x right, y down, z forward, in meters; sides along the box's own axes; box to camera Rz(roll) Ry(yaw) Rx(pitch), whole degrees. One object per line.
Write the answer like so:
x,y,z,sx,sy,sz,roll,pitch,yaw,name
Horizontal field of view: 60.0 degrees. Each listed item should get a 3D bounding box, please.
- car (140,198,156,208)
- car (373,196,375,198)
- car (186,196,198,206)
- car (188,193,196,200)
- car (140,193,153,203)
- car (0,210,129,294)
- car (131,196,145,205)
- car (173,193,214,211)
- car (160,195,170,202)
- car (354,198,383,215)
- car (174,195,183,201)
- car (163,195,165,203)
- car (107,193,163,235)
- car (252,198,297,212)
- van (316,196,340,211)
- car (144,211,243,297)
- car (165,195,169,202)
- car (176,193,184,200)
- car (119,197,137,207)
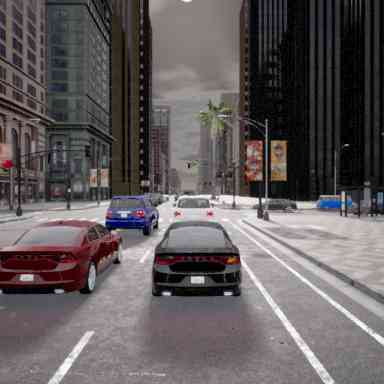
-6.620,1.603,50.620,1.895,1.301,4.718,0,0,-1,car
22.710,1.285,39.846,5.009,1.841,2.192,0,0,0,car
0.017,1.480,55.456,1.882,1.535,5.008,0,0,0,car
-0.075,1.231,91.291,2.150,2.045,5.566,0,0,0,car
-9.810,1.229,71.912,2.150,2.045,5.566,0,0,0,car
-3.157,1.477,8.800,1.882,1.535,5.008,0,0,0,car
-9.863,1.528,61.513,1.812,1.442,4.674,0,0,0,car
0.086,1.221,18.607,2.150,2.045,5.566,0,0,0,car
-6.566,1.530,80.654,2.128,1.511,4.902,0,0,0,car
17.045,1.549,31.316,4.403,1.369,2.008,0,0,0,car
-3.317,1.496,81.677,1.837,1.490,4.892,0,0,0,car
-6.621,1.224,60.388,2.150,2.045,5.566,0,0,1,car
-3.194,1.221,18.664,2.150,2.045,5.566,0,0,2,car
9.262,1.490,37.452,4.892,1.490,1.837,0,0,4,car
17.033,1.315,39.840,3.998,1.788,1.690,0,0,0,van
0.092,1.477,8.648,1.882,1.535,5.008,0,0,0,car
-6.558,1.599,70.459,1.895,1.301,4.718,0,0,0,car
-3.325,1.194,92.067,2.097,1.767,4.553,0,0,0,car
-9.926,1.493,51.868,2.128,1.511,4.902,0,0,-3,car
